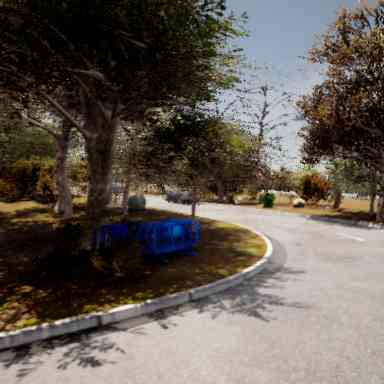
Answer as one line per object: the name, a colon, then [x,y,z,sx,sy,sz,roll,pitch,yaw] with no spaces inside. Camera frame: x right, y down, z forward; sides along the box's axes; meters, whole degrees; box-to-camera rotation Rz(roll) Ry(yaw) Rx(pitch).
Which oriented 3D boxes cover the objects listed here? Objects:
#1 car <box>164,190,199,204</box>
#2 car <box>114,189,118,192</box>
car: [-1.092,0.433,32.953,1.994,1.385,4.181,2,2,-34]
car: [-10.312,-0.475,46.508,1.882,1.535,5.008,2,2,-34]
